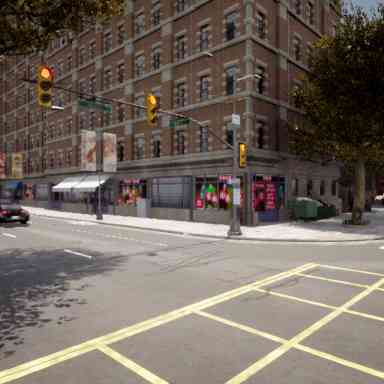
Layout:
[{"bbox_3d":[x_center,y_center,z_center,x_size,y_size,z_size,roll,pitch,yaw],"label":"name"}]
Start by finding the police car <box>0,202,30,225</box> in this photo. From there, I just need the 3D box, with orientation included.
[{"bbox_3d":[-13.257,1.509,23.398,4.974,1.542,2.038,0,0,44],"label":"police car"}]
